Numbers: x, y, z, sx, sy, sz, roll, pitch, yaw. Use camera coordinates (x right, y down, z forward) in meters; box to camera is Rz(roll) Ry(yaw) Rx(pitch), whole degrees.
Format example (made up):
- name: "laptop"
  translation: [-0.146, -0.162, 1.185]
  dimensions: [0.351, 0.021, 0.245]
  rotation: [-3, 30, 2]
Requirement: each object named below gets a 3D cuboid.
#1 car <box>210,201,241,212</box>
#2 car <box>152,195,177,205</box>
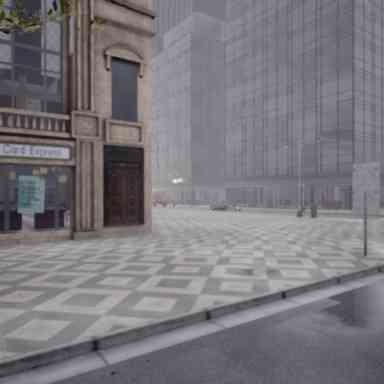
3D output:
- name: "car"
  translation: [4.381, 1.922, 43.685]
  dimensions: [2.128, 1.511, 4.902]
  rotation: [0, -1, -35]
- name: "car"
  translation: [-4.776, 1.560, 56.808]
  dimensions: [2.150, 2.045, 5.566]
  rotation: [0, -1, -35]
